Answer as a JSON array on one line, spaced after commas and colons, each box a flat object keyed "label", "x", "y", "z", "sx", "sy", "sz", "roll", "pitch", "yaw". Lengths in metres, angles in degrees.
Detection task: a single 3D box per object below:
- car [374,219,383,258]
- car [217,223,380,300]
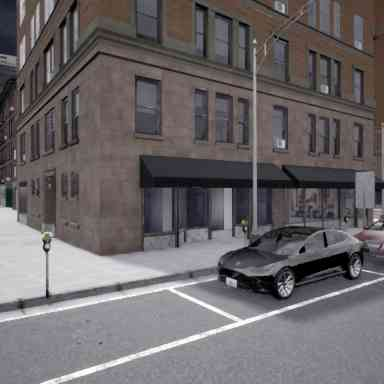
[{"label": "car", "x": 7.105, "y": 1.582, "z": 11.587, "sx": 4.206, "sy": 1.307, "sz": 1.802, "roll": 0, "pitch": 0, "yaw": -35}, {"label": "car", "x": 2.623, "y": 1.566, "z": 8.397, "sx": 4.313, "sy": 1.339, "sz": 1.947, "roll": 0, "pitch": 0, "yaw": -35}]
